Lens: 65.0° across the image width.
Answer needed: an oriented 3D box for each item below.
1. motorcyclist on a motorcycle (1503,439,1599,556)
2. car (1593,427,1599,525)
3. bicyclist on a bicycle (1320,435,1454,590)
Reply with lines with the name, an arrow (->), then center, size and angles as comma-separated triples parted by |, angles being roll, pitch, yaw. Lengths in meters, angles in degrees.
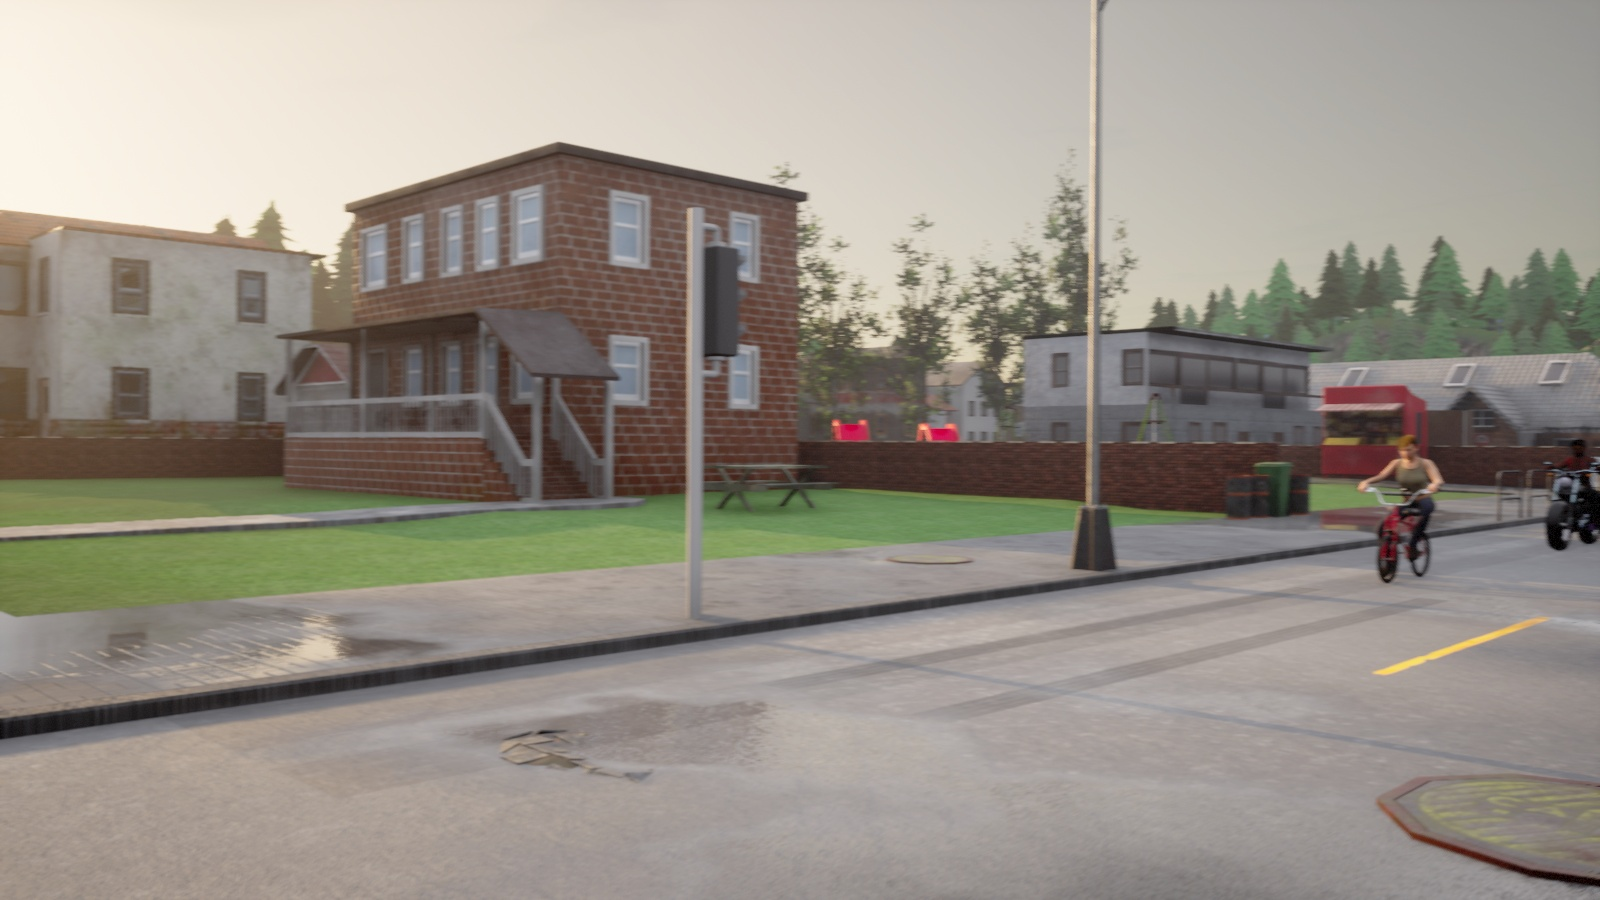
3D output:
motorcyclist on a motorcycle -> 11.277, 0.661, 18.738 | 0.766, 1.649, 2.350 | 1, 1, 45
car -> 17.234, 0.512, 24.787 | 1.905, 1.878, 3.866 | 1, 0, 44
bicyclist on a bicycle -> 6.491, 0.643, 13.865 | 0.866, 1.612, 1.509 | 1, 0, 45
